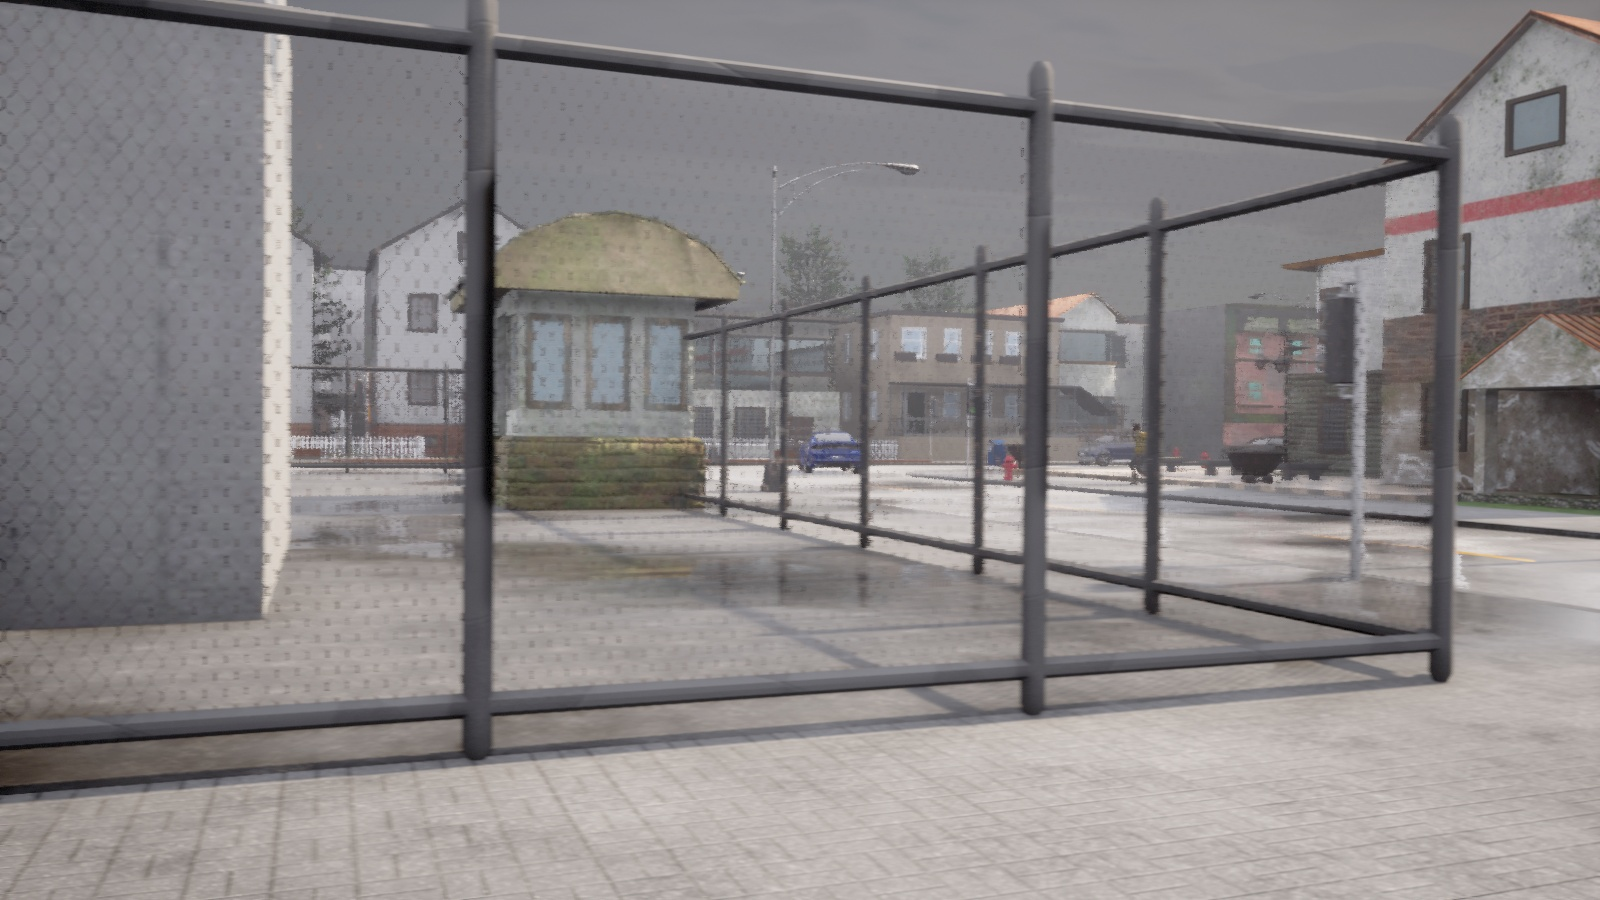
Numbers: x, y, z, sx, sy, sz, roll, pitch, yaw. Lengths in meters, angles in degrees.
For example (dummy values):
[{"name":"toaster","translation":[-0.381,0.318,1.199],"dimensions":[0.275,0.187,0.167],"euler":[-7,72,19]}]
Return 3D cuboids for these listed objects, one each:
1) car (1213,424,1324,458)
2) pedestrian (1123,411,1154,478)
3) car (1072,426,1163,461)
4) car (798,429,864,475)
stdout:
[{"name":"car","translation":[22.681,-0.459,60.785],"dimensions":[5.008,1.535,1.882],"euler":[-1,1,-21]},{"name":"pedestrian","translation":[9.314,-0.155,34.527],"dimensions":[0.370,1.835,0.726],"euler":[-1,1,-41]},{"name":"car","translation":[14.580,-0.321,57.735],"dimensions":[3.705,1.549,1.789],"euler":[-1,1,-21]},{"name":"car","translation":[1.070,0.027,45.269],"dimensions":[1.882,1.535,5.008],"euler":[-1,1,-4]}]
